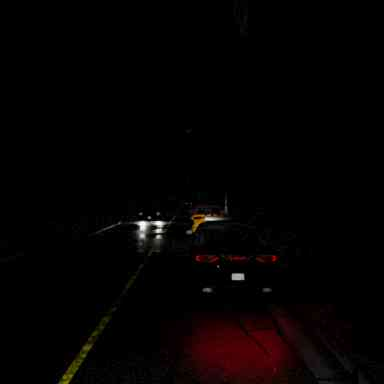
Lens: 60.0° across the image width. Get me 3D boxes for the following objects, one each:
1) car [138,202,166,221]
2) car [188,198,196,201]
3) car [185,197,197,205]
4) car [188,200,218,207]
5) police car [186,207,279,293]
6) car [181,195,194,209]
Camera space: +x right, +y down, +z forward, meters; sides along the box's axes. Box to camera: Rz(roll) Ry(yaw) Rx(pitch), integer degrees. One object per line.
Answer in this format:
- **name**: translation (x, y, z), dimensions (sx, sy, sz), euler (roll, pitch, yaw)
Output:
- **car**: translation (-3.176, 1.541, 27.409), dimensions (2.033, 1.411, 5.357), euler (0, 0, 0)
- **car**: translation (0.831, 1.472, 24.857), dimensions (1.882, 1.535, 5.008), euler (0, 0, 0)
- **car**: translation (-0.168, 1.546, 60.380), dimensions (1.994, 1.385, 4.181), euler (0, 0, 0)
- **car**: translation (0.848, 1.473, 18.857), dimensions (1.882, 1.535, 5.008), euler (0, 0, 0)
- **police car**: translation (0.876, 1.423, 8.965), dimensions (1.930, 1.638, 5.238), euler (0, 0, 0)
- **car**: translation (-0.123, 1.539, 45.758), dimensions (2.033, 1.411, 5.357), euler (0, 0, 0)
